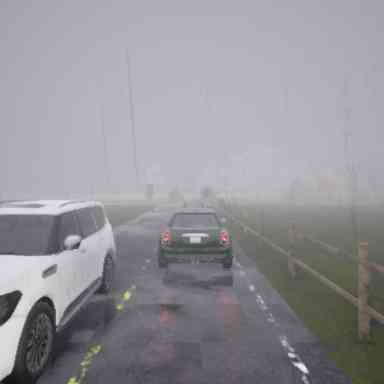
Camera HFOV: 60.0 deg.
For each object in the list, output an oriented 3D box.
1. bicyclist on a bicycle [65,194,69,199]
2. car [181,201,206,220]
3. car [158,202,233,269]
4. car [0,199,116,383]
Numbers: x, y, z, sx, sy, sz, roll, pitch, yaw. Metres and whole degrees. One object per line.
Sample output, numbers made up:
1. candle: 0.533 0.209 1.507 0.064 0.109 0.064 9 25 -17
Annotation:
1. bicyclist on a bicycle: -22.497 1.182 59.705 0.582 1.620 1.656 0 1 0
2. car: 0.104 1.448 27.759 1.895 1.301 4.718 0 0 0
3. car: 0.097 1.291 11.052 2.097 1.767 4.553 0 0 0
4. car: -2.846 1.190 5.681 2.150 2.045 5.566 0 0 0
